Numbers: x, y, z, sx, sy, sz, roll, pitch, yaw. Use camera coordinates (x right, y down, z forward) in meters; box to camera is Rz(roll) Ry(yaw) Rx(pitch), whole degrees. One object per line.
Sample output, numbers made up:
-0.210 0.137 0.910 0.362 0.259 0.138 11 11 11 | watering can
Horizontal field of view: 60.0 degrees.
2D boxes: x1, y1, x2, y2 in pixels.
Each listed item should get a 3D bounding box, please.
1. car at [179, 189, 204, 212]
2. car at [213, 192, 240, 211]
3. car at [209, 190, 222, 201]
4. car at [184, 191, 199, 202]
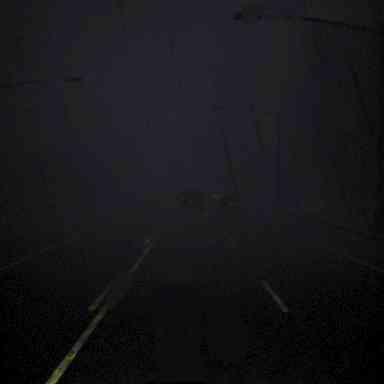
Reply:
-0.060 0.718 32.118 2.150 2.045 5.566 0 2 0 | car
3.440 1.044 32.111 2.033 1.411 5.357 0 2 0 | car
3.443 0.475 45.605 1.812 1.442 4.674 0 3 0 | car
-0.062 0.582 44.902 1.895 1.301 4.718 0 3 0 | car
